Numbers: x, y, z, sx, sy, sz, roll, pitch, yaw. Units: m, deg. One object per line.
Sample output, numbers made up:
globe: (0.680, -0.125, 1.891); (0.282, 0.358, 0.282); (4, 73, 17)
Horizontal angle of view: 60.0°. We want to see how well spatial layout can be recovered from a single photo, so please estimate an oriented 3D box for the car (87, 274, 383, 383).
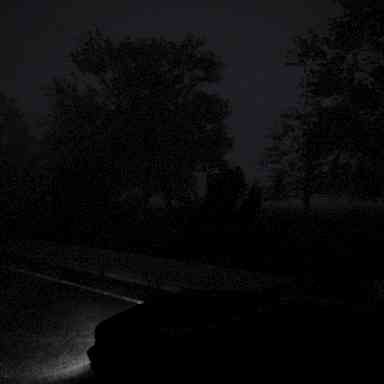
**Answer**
car: (1.410, 1.547, 2.986); (5.357, 1.411, 2.033); (0, 0, 35)
